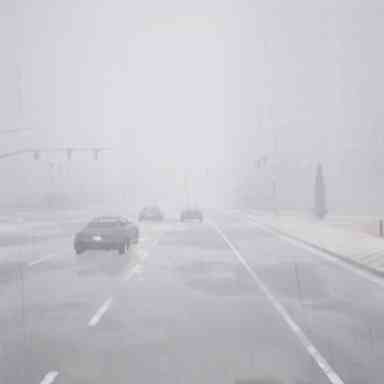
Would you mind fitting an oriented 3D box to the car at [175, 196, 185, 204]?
[{"bbox_3d":[-3.285,2.078,88.980,2.150,2.045,5.566,0,-1,1],"label":"car"}]

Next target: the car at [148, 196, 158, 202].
[{"bbox_3d":[-10.303,2.081,87.859,2.150,2.045,5.566,0,-1,1],"label":"car"}]

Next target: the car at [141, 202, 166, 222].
[{"bbox_3d":[-3.587,1.852,29.313,1.994,1.385,4.181,0,-1,-3],"label":"car"}]

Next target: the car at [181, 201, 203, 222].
[{"bbox_3d":[-0.022,1.814,29.391,1.812,1.442,4.674,0,0,0],"label":"car"}]

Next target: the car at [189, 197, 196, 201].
[{"bbox_3d":[0.218,2.387,89.169,2.128,1.511,4.902,0,-1,1],"label":"car"}]

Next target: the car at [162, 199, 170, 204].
[{"bbox_3d":[-6.803,2.408,87.832,1.994,1.385,4.181,0,-1,1],"label":"car"}]

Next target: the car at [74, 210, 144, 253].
[{"bbox_3d":[-3.505,1.705,14.292,1.994,1.385,4.181,0,-1,0],"label":"car"}]
